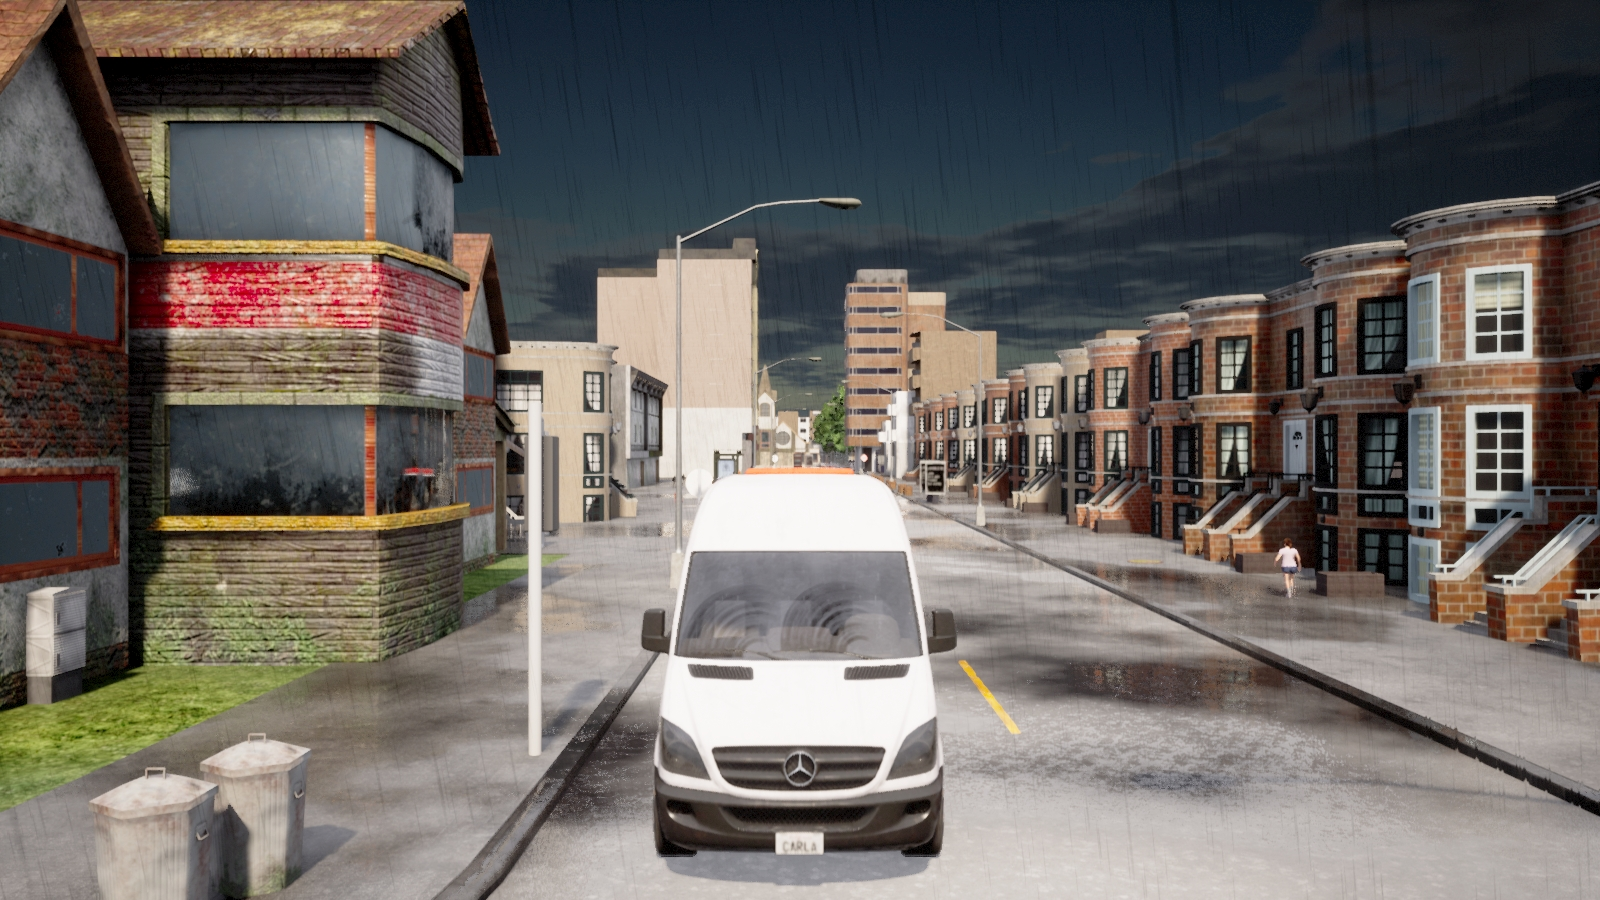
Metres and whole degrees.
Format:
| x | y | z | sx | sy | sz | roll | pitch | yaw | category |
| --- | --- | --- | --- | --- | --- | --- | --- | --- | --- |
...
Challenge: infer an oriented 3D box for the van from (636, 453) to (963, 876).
| x | y | z | sx | sy | sz | roll | pitch | yaw | category |
| --- | --- | --- | --- | --- | --- | --- | --- | --- | --- |
| -0.003 | 1.315 | 9.910 | 1.988 | 2.561 | 5.915 | 0 | 0 | 0 | van |

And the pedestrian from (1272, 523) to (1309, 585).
| x | y | z | sx | sy | sz | roll | pitch | yaw | category |
| --- | --- | --- | --- | --- | --- | --- | --- | --- | --- |
| 9.003 | 1.905 | 20.986 | 0.500 | 1.100 | 0.500 | 0 | 0 | 7 | pedestrian |
